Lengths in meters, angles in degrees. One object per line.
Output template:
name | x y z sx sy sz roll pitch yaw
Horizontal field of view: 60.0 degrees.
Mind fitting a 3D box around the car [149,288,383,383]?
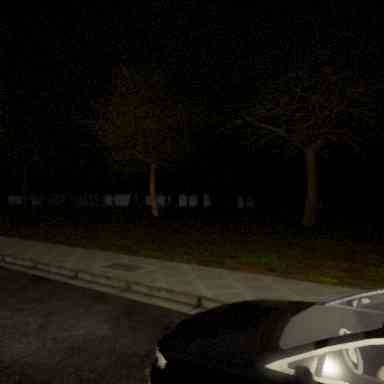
car | 1.823 1.491 2.384 4.902 1.511 2.128 0 0 36
